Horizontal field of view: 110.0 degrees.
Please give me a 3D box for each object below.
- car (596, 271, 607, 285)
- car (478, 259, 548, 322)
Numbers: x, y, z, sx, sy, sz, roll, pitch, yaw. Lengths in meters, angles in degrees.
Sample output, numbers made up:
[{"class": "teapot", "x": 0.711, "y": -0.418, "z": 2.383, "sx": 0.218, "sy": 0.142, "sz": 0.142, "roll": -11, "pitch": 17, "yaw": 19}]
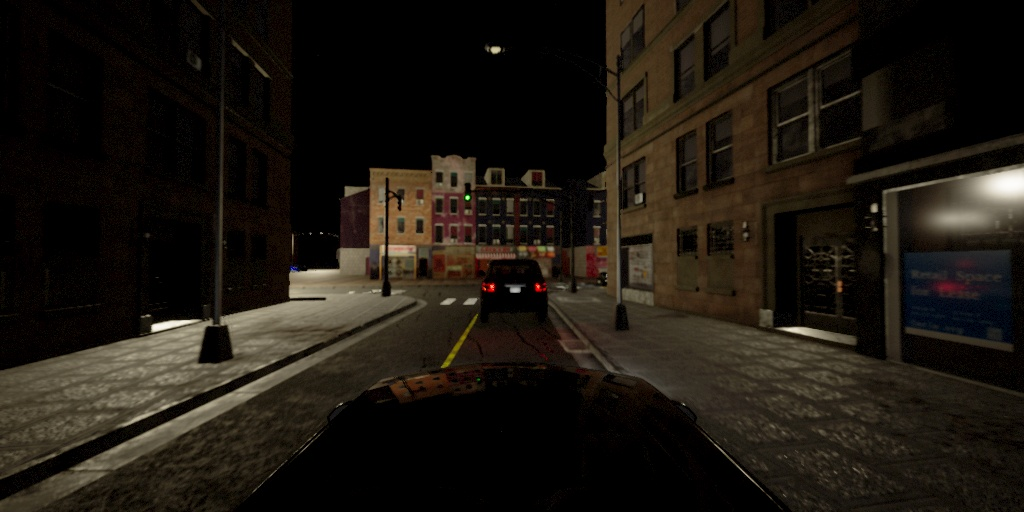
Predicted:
[{"class": "car", "x": 8.880, "y": 1.418, "z": 27.877, "sx": 4.553, "sy": 1.767, "sz": 2.097, "roll": 0, "pitch": -1, "yaw": -10}, {"class": "car", "x": -0.071, "y": 1.119, "z": 13.232, "sx": 2.150, "sy": 2.045, "sz": 5.566, "roll": 0, "pitch": 0, "yaw": -4}]
